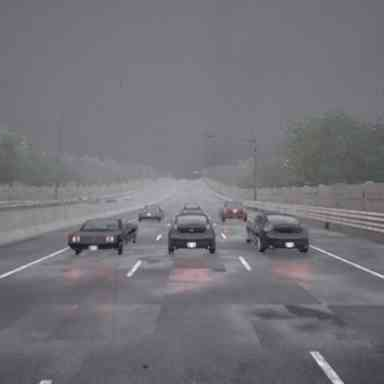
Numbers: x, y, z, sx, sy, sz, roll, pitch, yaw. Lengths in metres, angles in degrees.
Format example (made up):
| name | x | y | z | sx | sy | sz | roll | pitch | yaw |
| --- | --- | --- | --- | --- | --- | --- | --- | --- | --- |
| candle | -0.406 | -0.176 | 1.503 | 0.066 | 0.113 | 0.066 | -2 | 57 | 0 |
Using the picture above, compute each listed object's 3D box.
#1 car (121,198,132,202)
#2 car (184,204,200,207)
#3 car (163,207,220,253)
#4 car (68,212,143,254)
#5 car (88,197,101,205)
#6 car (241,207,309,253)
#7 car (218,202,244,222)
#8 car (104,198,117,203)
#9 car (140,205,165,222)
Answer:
| name | x | y | z | sx | sy | sz | roll | pitch | yaw |
| --- | --- | --- | --- | --- | --- | --- | --- | --- | --- |
| car | -14.040 | 1.985 | 71.768 | 2.128 | 1.511 | 4.902 | 0 | 0 | 0 |
| car | -0.011 | 1.756 | 29.302 | 2.128 | 1.511 | 4.902 | 0 | 0 | 0 |
| car | -0.003 | 1.639 | 14.281 | 1.837 | 1.490 | 4.892 | 0 | 0 | 0 |
| car | -3.506 | 1.730 | 14.095 | 1.895 | 1.301 | 4.718 | 0 | 0 | 0 |
| car | -21.040 | 1.960 | 71.764 | 1.837 | 1.490 | 4.892 | 0 | 0 | 0 |
| car | 3.497 | 1.639 | 14.297 | 1.837 | 1.490 | 4.892 | 0 | 0 | 0 |
| car | 3.487 | 1.612 | 29.074 | 2.097 | 1.767 | 4.553 | 0 | -1 | 0 |
| car | -17.540 | 2.055 | 71.737 | 1.895 | 1.301 | 4.718 | 0 | 0 | 0 |
| car | -3.511 | 1.828 | 29.274 | 1.994 | 1.385 | 4.181 | 0 | 0 | 0 |
